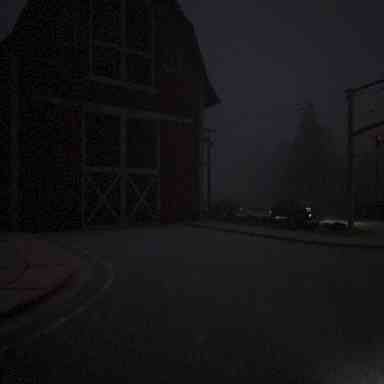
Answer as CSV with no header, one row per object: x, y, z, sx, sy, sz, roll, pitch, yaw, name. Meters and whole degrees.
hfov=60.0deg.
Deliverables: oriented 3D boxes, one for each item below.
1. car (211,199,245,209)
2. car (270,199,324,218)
3.686,1.543,35.967,2.128,1.511,4.902,0,0,-34,car
8.867,1.404,28.414,2.097,1.767,4.553,0,0,-34,car
